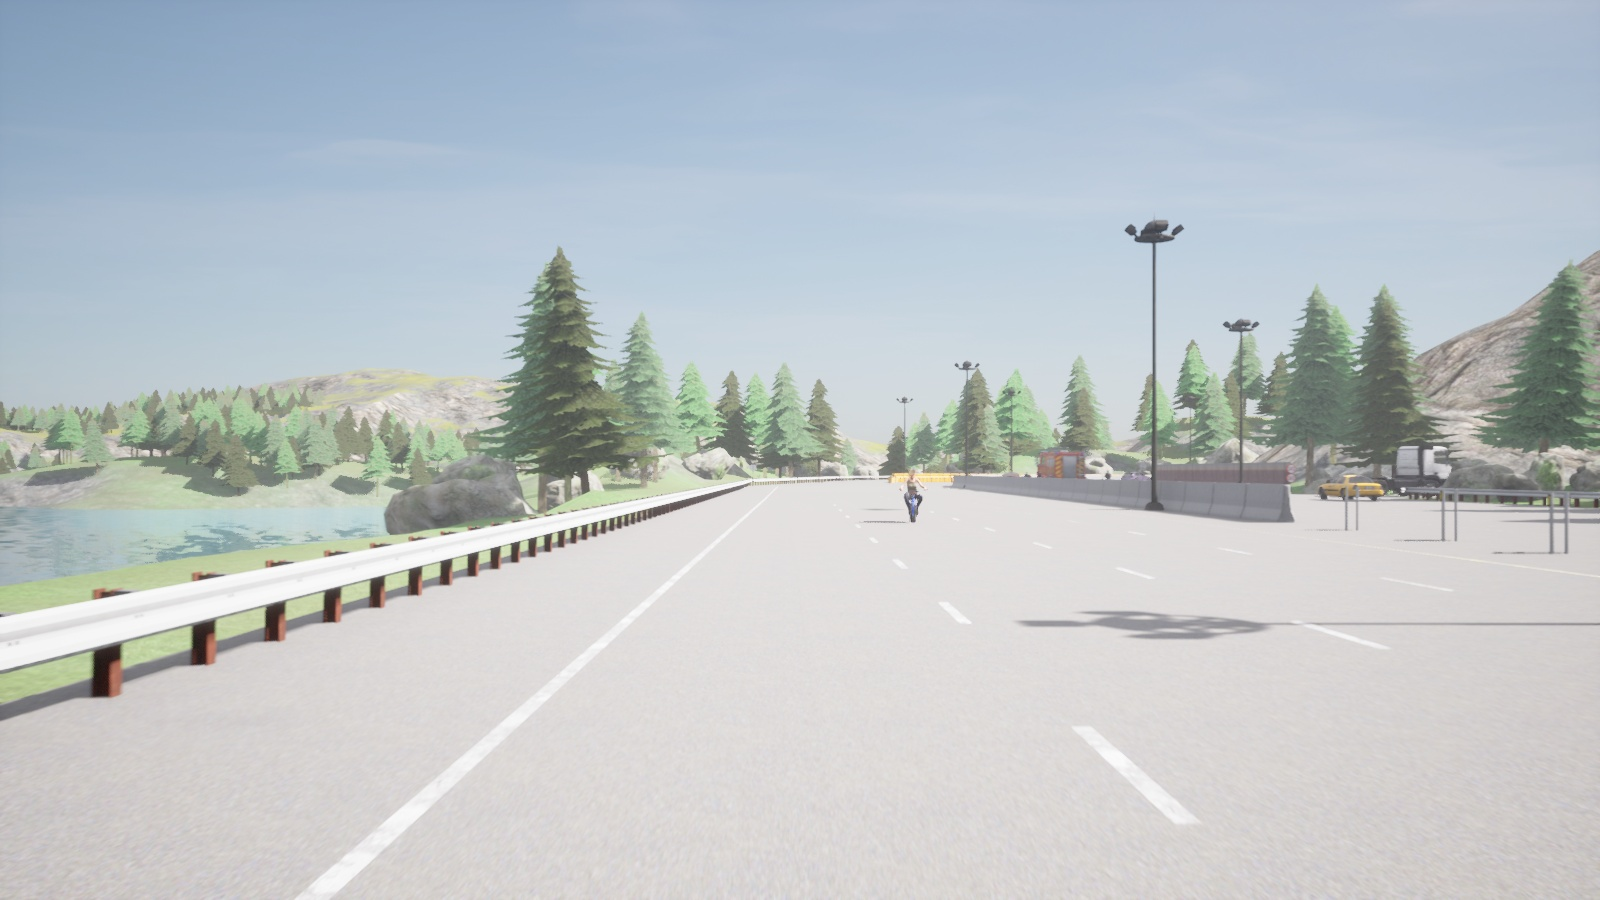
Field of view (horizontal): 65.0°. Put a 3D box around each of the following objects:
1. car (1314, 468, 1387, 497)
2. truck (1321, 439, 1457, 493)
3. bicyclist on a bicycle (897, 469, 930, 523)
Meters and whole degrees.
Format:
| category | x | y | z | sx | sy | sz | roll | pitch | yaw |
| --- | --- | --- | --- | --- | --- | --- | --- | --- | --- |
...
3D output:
| category | x | y | z | sx | sy | sz | roll | pitch | yaw |
| --- | --- | --- | --- | --- | --- | --- | --- | --- | --- |
| car | 31.325 | 1.828 | 71.611 | 1.801 | 1.575 | 5.366 | 0 | -1 | 0 |
| truck | 38.967 | 1.066 | 83.174 | 7.936 | 3.462 | 2.891 | 0 | -1 | -12 |
| bicyclist on a bicycle | 3.415 | 1.372 | 37.876 | 0.866 | 1.612 | 1.509 | 0 | -1 | 0 |
